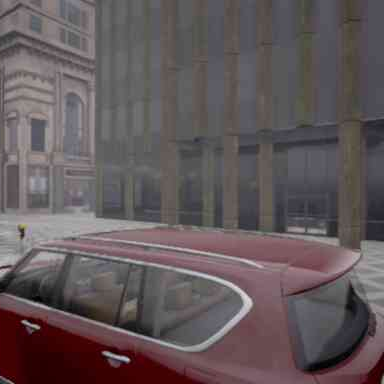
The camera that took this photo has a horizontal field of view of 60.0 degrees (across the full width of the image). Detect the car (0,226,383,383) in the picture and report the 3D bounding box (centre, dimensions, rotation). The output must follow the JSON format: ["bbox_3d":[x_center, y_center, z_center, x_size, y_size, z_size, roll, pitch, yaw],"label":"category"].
[{"bbox_3d":[-0.707,1.297,3.475,5.009,1.841,2.192,1,0,35],"label":"car"}]
